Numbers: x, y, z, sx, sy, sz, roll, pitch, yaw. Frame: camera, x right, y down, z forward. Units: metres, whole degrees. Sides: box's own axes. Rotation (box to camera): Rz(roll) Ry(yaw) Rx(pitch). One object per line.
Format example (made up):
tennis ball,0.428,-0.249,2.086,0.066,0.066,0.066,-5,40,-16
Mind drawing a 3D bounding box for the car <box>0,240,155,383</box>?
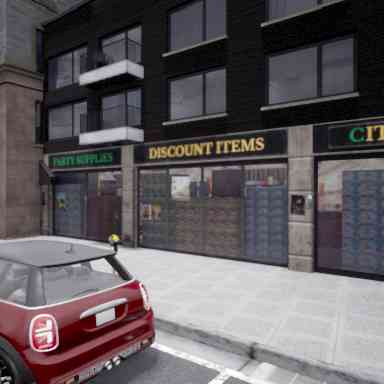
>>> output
car,-2.559,1.440,4.905,4.097,1.590,1.967,0,0,36
